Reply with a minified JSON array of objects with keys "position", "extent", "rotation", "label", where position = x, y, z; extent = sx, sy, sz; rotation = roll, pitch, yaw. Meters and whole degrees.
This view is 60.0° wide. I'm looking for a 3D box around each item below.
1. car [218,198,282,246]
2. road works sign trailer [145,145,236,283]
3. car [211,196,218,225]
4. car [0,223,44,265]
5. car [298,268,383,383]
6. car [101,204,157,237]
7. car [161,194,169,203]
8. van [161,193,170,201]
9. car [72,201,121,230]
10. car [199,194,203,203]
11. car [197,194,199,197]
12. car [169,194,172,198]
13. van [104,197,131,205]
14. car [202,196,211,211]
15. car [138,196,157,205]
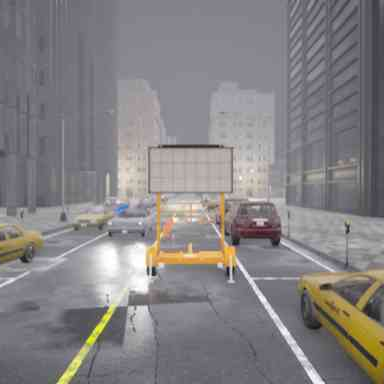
[{"position":[2.608,1.288,15.137],"extent":[2.192,1.841,5.009],"rotation":[0,0,0],"label":"car"},{"position":[-0.035,0.447,9.590],"extent":[2.380,3.560,2.880],"rotation":[0,0,0],"label":"road works sign trailer"},{"position":[2.586,1.275,20.777],"extent":[2.192,1.841,5.009],"rotation":[0,0,0],"label":"car"},{"position":[-5.901,1.508,9.281],"extent":[1.752,1.417,4.829],"rotation":[0,0,1],"label":"car"},{"position":[2.653,1.518,4.069],"extent":[1.752,1.417,4.829],"rotation":[0,0,1],"label":"car"},{"position":[-3.170,1.568,17.873],"extent":[1.895,1.301,4.718],"rotation":[0,0,0],"label":"car"},{"position":[-6.119,1.368,65.885],"extent":[1.947,1.339,4.313],"rotation":[0,0,0],"label":"car"},{"position":[-6.164,1.096,77.165],"extent":[1.690,1.788,3.998],"rotation":[0,0,0],"label":"van"},{"position":[-5.940,1.486,20.594],"extent":[1.752,1.417,4.829],"rotation":[0,0,0],"label":"car"},{"position":[2.474,1.309,48.974],"extent":[1.967,1.590,4.097],"rotation":[0,0,0],"label":"car"},{"position":[2.429,1.369,60.254],"extent":[1.887,1.381,4.507],"rotation":[0,0,0],"label":"car"},{"position":[-6.141,1.094,71.524],"extent":[2.192,1.841,5.009],"rotation":[0,0,0],"label":"car"},{"position":[-5.962,1.288,26.405],"extent":[1.690,1.788,3.998],"rotation":[0,0,0],"label":"van"},{"position":[2.519,1.462,37.697],"extent":[2.008,1.369,4.403],"rotation":[0,0,0],"label":"car"},{"position":[-6.029,1.473,43.325],"extent":[1.802,1.307,4.206],"rotation":[0,0,0],"label":"car"}]
